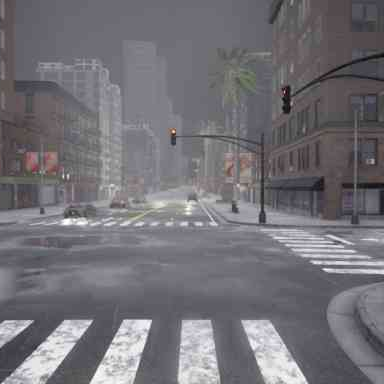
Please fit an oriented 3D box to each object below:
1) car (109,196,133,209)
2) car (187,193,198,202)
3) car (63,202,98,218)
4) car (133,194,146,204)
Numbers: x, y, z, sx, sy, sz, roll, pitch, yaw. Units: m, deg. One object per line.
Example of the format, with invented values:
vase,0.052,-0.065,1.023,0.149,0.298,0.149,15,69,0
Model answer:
car,-9.806,1.336,45.112,2.097,1.767,4.553,0,0,0
car,0.123,1.163,71.965,2.150,2.045,5.566,0,0,0
car,-9.825,1.556,29.465,1.994,1.385,4.181,0,0,0
car,-9.736,1.314,61.315,2.097,1.767,4.553,0,0,1
